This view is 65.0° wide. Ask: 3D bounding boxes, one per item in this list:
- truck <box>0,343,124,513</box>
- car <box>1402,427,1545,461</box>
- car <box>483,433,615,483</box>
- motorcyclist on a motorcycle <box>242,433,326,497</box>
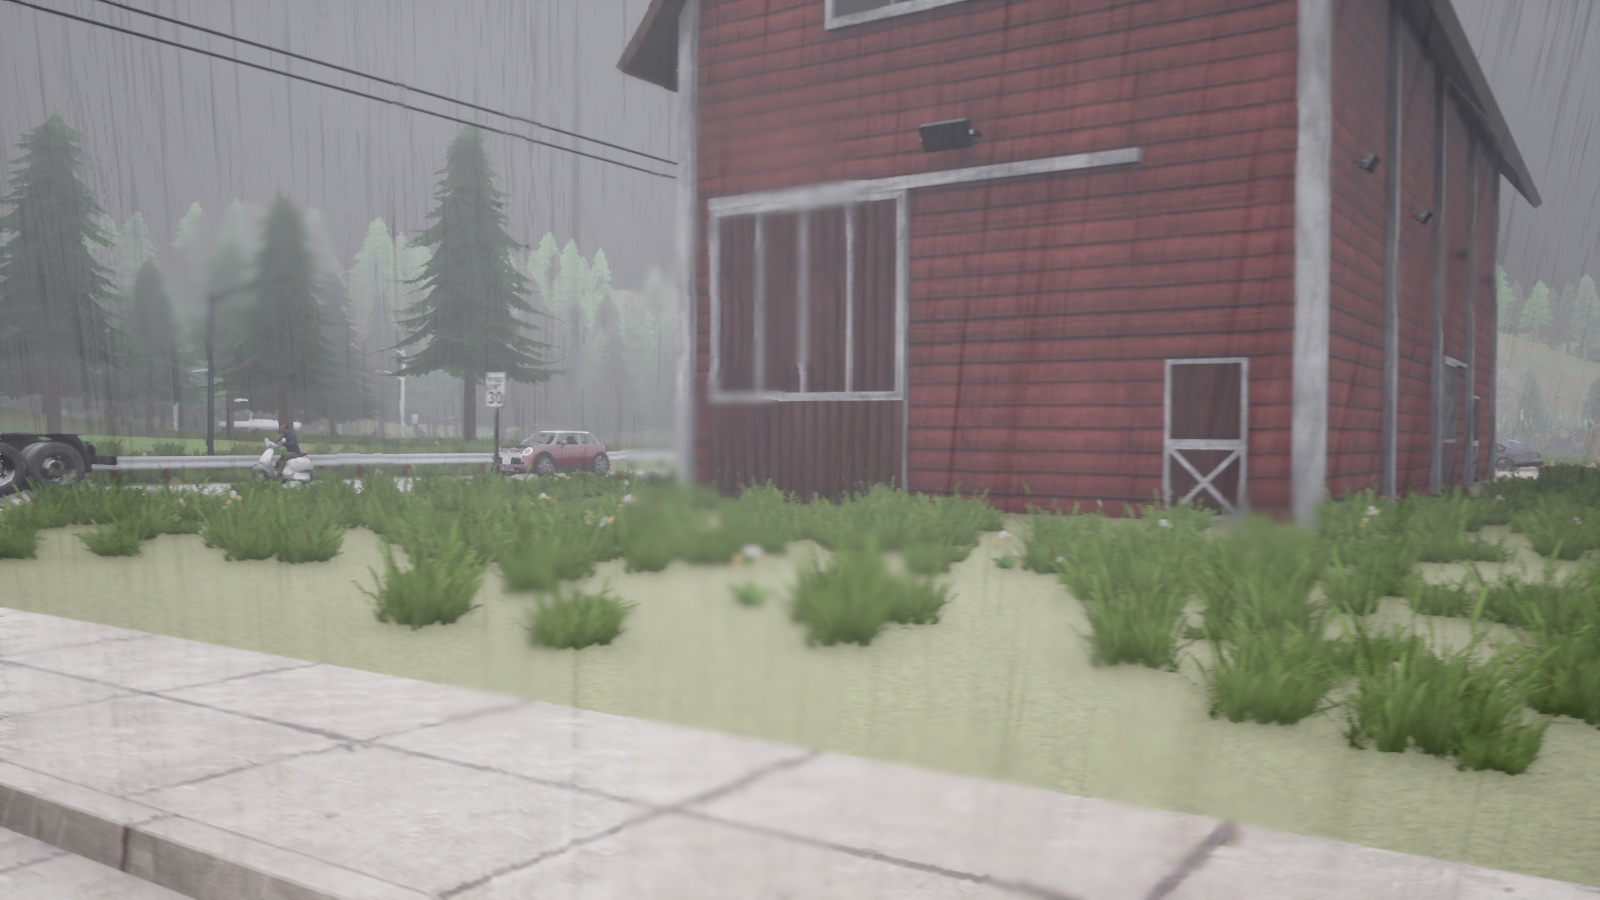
[{"bbox_3d":[-18.287,-0.427,25.075,2.891,3.462,7.936,0,1,35],"label":"truck"},{"bbox_3d":[29.609,-0.274,55.252,5.357,1.411,2.033,0,1,34],"label":"car"},{"bbox_3d":[-7.954,0.222,40.043,1.970,1.475,3.806,0,1,35],"label":"car"},{"bbox_3d":[-13.269,0.364,32.343,0.866,1.590,1.817,0,1,35],"label":"motorcyclist on a motorcycle"}]
